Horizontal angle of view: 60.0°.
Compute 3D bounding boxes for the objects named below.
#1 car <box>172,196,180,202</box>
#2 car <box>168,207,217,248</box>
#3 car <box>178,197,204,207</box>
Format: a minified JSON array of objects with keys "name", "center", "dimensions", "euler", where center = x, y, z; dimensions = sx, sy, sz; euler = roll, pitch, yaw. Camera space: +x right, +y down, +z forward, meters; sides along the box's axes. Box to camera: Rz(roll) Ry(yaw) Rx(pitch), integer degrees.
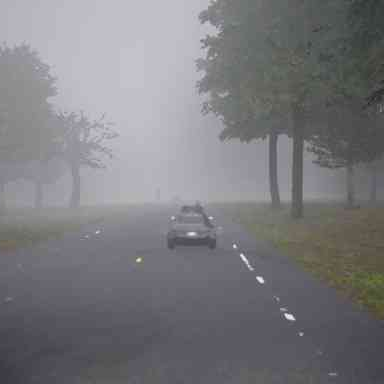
[{"name":"car","center":[-3.499,1.653,76.737],"dimensions":[1.994,1.385,4.181],"euler":[0,0,0]},{"name":"car","center":[0.001,1.567,14.656],"dimensions":[1.994,1.385,4.181],"euler":[0,0,0]},{"name":"car","center":[0.001,1.485,29.662],"dimensions":[1.882,1.535,5.008],"euler":[0,0,0]}]
